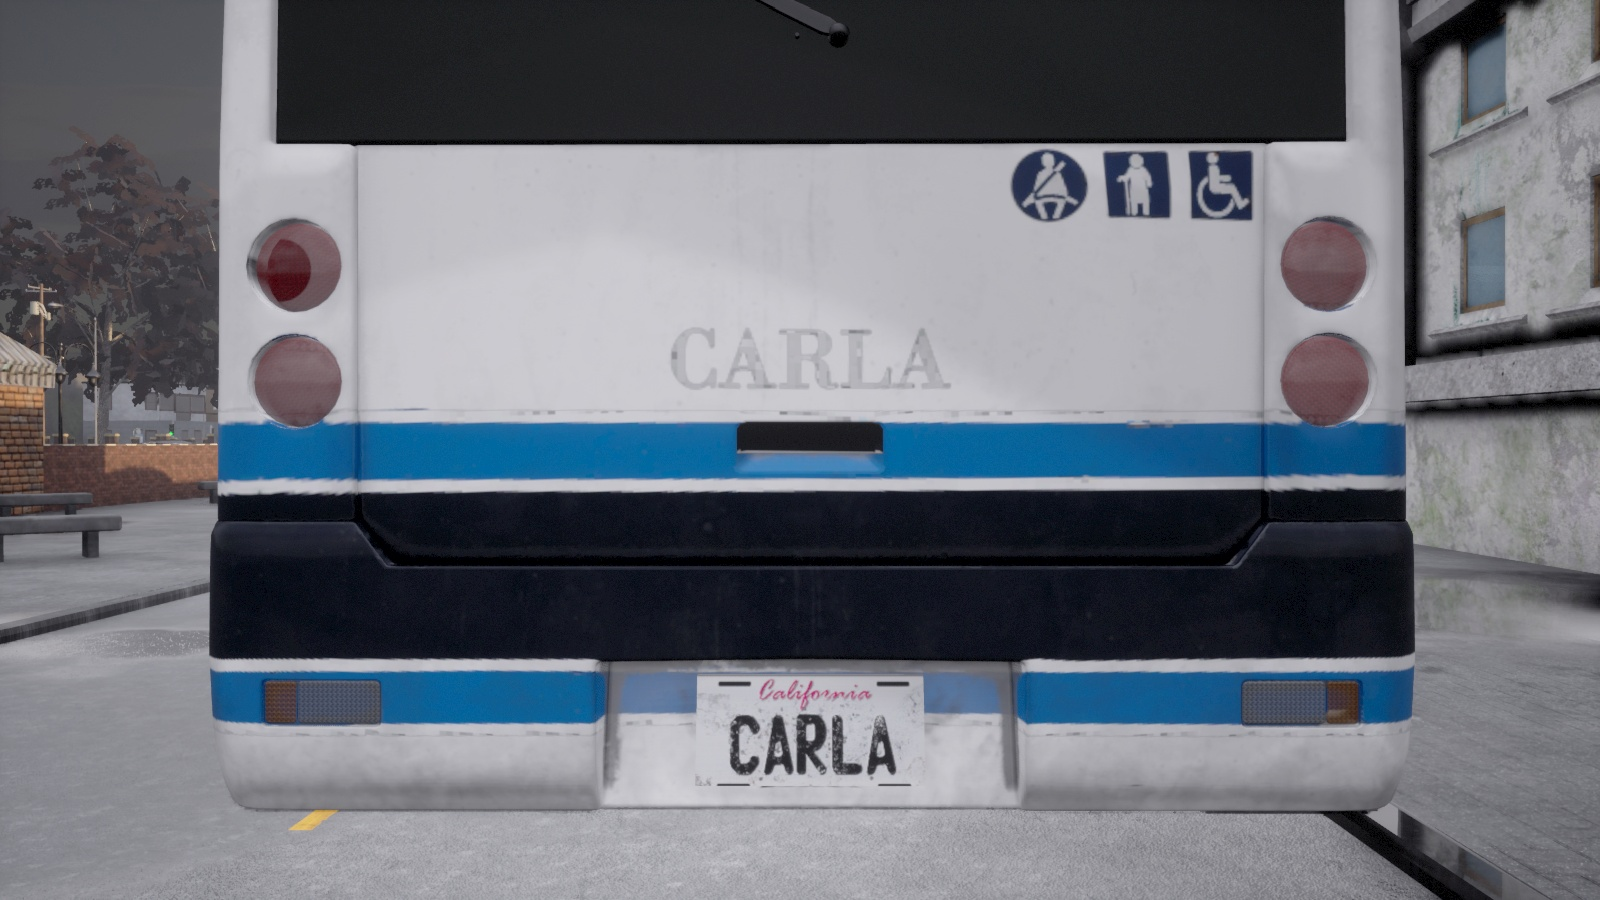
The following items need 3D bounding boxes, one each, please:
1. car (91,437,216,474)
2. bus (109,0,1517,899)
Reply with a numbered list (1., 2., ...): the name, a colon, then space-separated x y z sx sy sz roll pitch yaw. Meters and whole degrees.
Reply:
1. car: -29.674 0.241 57.755 4.611 1.667 2.242 0 0 -2
2. bus: 0.062 -0.679 8.658 3.944 4.253 10.273 0 0 0
